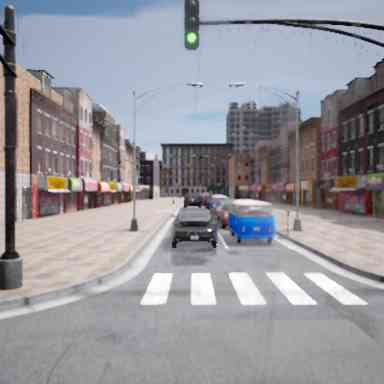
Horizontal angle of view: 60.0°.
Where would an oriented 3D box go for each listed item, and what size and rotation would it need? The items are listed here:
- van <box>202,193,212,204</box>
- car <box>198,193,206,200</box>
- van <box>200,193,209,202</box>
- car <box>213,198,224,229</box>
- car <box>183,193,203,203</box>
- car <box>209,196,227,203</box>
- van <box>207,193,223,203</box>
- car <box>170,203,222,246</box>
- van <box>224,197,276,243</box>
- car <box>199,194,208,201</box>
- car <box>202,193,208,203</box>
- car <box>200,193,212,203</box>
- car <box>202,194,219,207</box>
[{"bbox_3d":[2.621,1.158,59.155,1.690,1.788,3.998,0,0,0],"label":"van"},{"bbox_3d":[2.616,1.184,86.533,1.967,1.590,4.097,0,0,0],"label":"car"},{"bbox_3d":[2.619,1.129,70.106,1.690,1.788,3.998,0,0,0],"label":"van"},{"bbox_3d":[2.631,1.361,20.827,1.967,1.590,4.097,0,0,0],"label":"car"},{"bbox_3d":[0.091,1.086,40.968,2.150,2.045,5.566,0,0,0],"label":"car"},{"bbox_3d":[2.629,1.345,26.303,1.967,1.590,4.097,0,0,0],"label":"car"},{"bbox_3d":[2.627,1.231,31.778,1.690,1.788,3.998,0,0,0],"label":"van"},{"bbox_3d":[0.097,1.444,14.812,1.837,1.490,4.892,0,0,0],"label":"car"},{"bbox_3d":[2.632,1.279,15.352,1.690,1.788,3.998,0,0,0],"label":"van"},{"bbox_3d":[2.618,1.298,75.752,1.752,1.417,4.829,0,0,0],"label":"car"},{"bbox_3d":[2.625,1.190,37.251,2.192,1.841,5.009,0,0,0],"label":"car"},{"bbox_3d":[2.620,1.118,64.630,2.192,1.841,5.009,0,0,0],"label":"car"},{"bbox_3d":[2.624,1.161,48.204,2.192,1.841,5.009,0,0,0],"label":"car"}]
